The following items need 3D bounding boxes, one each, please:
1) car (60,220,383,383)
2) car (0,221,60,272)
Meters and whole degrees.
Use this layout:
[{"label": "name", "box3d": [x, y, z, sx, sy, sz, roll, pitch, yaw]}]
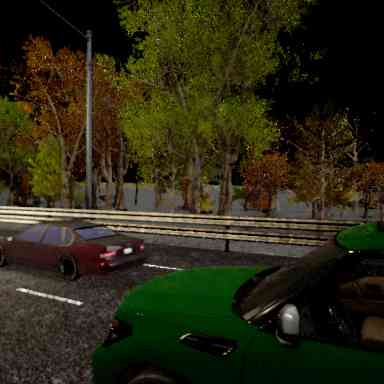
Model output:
[{"label": "car", "box3d": [1.823, 1.222, 2.470, 5.566, 2.045, 2.150, 0, 0, 30]}, {"label": "car", "box3d": [-3.798, 1.540, 9.682, 5.357, 1.411, 2.033, 0, 0, 30]}]
